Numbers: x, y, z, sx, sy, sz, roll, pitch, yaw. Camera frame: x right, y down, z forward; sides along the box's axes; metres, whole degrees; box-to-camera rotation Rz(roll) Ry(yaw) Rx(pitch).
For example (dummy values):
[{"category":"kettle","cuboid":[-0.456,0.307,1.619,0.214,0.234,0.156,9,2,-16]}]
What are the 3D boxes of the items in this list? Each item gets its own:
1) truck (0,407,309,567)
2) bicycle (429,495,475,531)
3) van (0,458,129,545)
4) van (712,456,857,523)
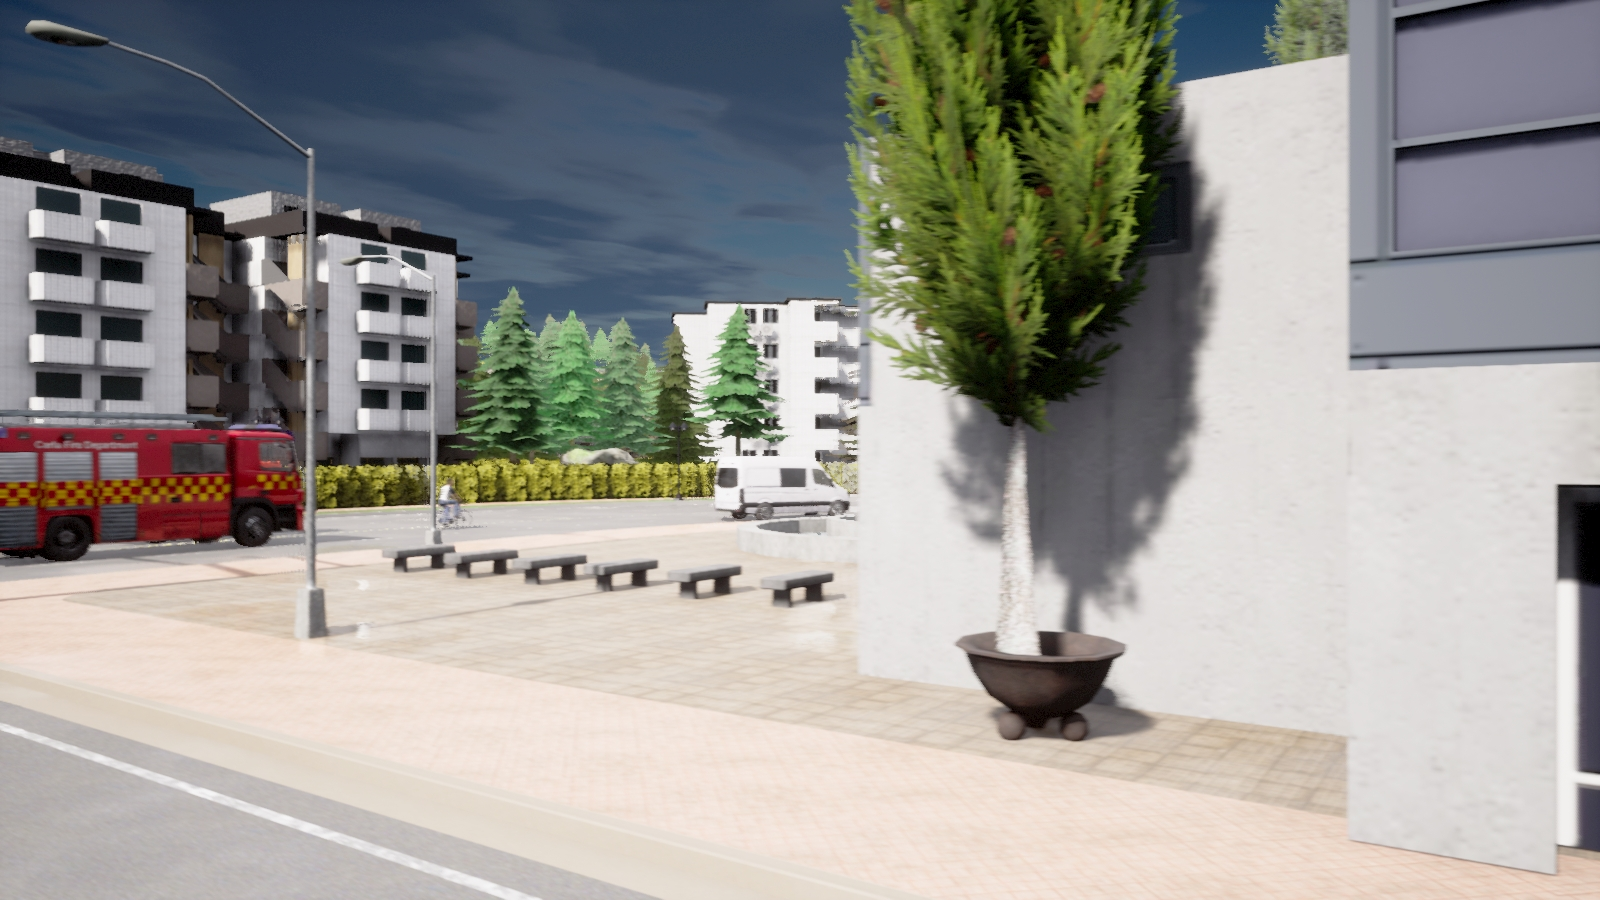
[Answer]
[{"category":"truck","cuboid":[-18.188,0.891,31.415,2.891,3.827,8.468,0,0,32]},{"category":"bicycle","cuboid":[-12.240,2.206,40.195,0.373,1.196,1.643,0,0,37]},{"category":"van","cuboid":[-24.131,1.535,34.962,1.988,2.561,5.915,0,0,33]},{"category":"van","cuboid":[-0.581,1.535,46.735,5.915,2.561,1.988,0,0,-37]}]
